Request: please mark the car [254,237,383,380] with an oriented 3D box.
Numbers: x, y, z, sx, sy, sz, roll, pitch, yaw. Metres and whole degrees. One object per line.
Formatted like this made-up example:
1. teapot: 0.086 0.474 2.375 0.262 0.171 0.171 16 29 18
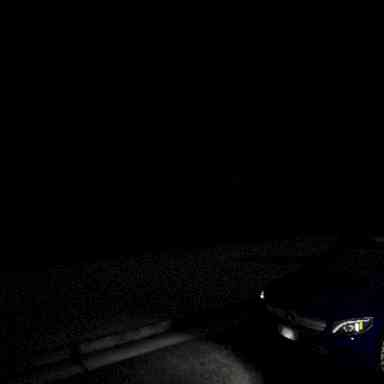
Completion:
1. car: 3.123 1.543 5.609 4.674 1.442 1.812 0 0 -36
